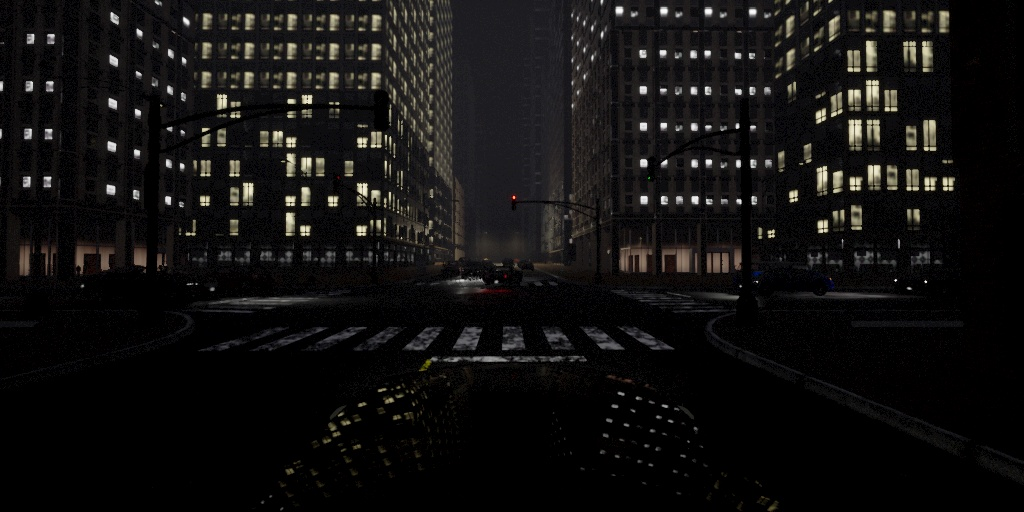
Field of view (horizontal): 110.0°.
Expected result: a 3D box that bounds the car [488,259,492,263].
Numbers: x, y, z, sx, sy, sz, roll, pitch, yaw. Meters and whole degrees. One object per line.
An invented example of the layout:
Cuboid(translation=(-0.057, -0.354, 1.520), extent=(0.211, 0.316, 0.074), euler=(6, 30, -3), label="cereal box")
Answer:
Cuboid(translation=(-3.653, 1.367, 43.431), extent=(1.895, 1.301, 4.718), euler=(0, 0, -1), label="car")

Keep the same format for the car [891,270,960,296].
Cuboid(translation=(23.568, 1.435, 19.315), extent=(4.718, 1.301, 1.895), euler=(0, -1, -1), label="car")

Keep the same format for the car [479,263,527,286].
Cuboid(translation=(-0.513, 1.360, 25.224), extent=(1.895, 1.301, 4.718), euler=(0, 0, 13), label="car")

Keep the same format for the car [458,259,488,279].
Cuboid(translation=(-3.519, 1.267, 33.214), extent=(1.837, 1.490, 4.892), euler=(0, 0, -1), label="car")

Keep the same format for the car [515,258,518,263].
Cuboid(translation=(1.919, 1.298, 59.675), extent=(1.751, 1.417, 4.829), euler=(0, 0, -1), label="car")

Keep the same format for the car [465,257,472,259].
Cuboid(translation=(-6.310, 1.083, 48.176), extent=(2.192, 1.841, 5.009), euler=(0, 0, -1), label="car")

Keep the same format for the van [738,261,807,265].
Cuboid(translation=(15.717, 1.210, 21.807), extent=(3.998, 1.789, 1.690), euler=(0, 0, -1), label="van")

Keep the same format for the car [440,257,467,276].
Cuboid(translation=(-6.160, 1.203, 37.026), extent=(1.967, 1.591, 4.097), euler=(0, 0, -1), label="car")

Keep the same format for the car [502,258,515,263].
Cuboid(translation=(-0.726, 1.126, 63.973), extent=(2.097, 1.767, 4.553), euler=(0, 0, -1), label="car")

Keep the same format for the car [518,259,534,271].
Cuboid(translation=(2.070, 1.350, 48.350), extent=(1.802, 1.307, 4.207), euler=(0, 0, -1), label="car")

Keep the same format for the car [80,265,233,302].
Cuboid(translation=(-15.701, 1.196, 15.744), extent=(4.902, 1.511, 2.128), euler=(0, -1, -2), label="car")

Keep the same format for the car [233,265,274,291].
Cuboid(translation=(-16.755, 1.255, 21.447), extent=(4.097, 1.591, 1.967), euler=(0, 0, -1), label="car")

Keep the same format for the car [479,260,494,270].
Cuboid(translation=(-3.791, 1.318, 54.068), extent=(2.033, 1.411, 5.357), euler=(0, 0, -1), label="car")

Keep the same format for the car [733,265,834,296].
Cuboid(translation=(14.524, 1.342, 19.212), extent=(4.674, 1.442, 1.812), euler=(0, -1, -2), label="car")
